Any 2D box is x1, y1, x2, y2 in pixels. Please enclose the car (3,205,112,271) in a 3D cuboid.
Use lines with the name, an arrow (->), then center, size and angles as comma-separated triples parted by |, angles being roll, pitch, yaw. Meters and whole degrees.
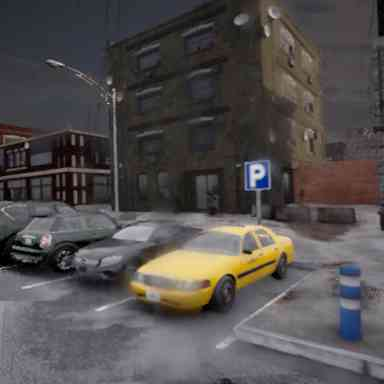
car -> -3.533, 1.454, 11.447 | 2.185, 1.767, 4.553 | -1, -1, 36

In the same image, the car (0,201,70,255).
car -> -5.740, 1.365, 13.100 | 2.435, 2.045, 5.566 | -1, -1, 36

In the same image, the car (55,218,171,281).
car -> -1.270, 1.587, 9.872 | 2.002, 1.452, 4.674 | -1, -1, 36

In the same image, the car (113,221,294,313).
car -> 0.863, 1.514, 8.115 | 1.946, 1.575, 5.366 | -1, 0, 36
